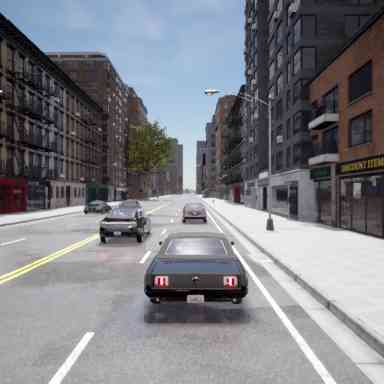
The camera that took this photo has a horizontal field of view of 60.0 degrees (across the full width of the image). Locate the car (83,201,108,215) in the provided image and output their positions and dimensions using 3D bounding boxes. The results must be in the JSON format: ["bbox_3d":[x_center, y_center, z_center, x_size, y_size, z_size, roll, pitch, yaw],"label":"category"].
[{"bbox_3d":[-9.775,1.586,34.517,1.994,1.385,4.181,0,0,0],"label":"car"}]

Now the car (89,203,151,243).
[{"bbox_3d":[-3.110,1.497,16.151,2.128,1.511,4.902,0,0,-1],"label":"car"}]

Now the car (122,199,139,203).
[{"bbox_3d":[-6.524,1.528,34.844,1.837,1.490,4.892,0,0,0],"label":"car"}]

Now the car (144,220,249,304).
[{"bbox_3d":[0.111,1.602,8.101,1.895,1.301,4.718,0,0,1],"label":"car"}]

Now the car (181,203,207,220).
[{"bbox_3d":[0.164,1.560,25.863,2.033,1.411,5.357,0,0,-1],"label":"car"}]
